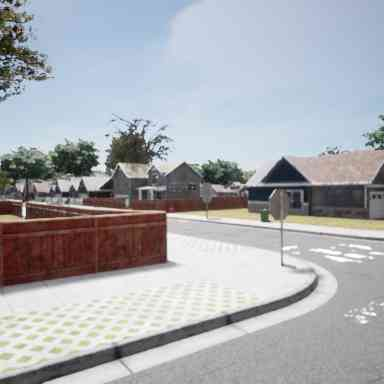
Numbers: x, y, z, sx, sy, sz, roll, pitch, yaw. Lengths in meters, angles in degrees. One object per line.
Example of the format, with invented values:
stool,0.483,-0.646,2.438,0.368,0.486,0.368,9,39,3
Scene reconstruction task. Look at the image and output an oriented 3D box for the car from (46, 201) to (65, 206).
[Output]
car,-19.239,1.941,46.416,1.895,1.301,4.718,0,0,-36
